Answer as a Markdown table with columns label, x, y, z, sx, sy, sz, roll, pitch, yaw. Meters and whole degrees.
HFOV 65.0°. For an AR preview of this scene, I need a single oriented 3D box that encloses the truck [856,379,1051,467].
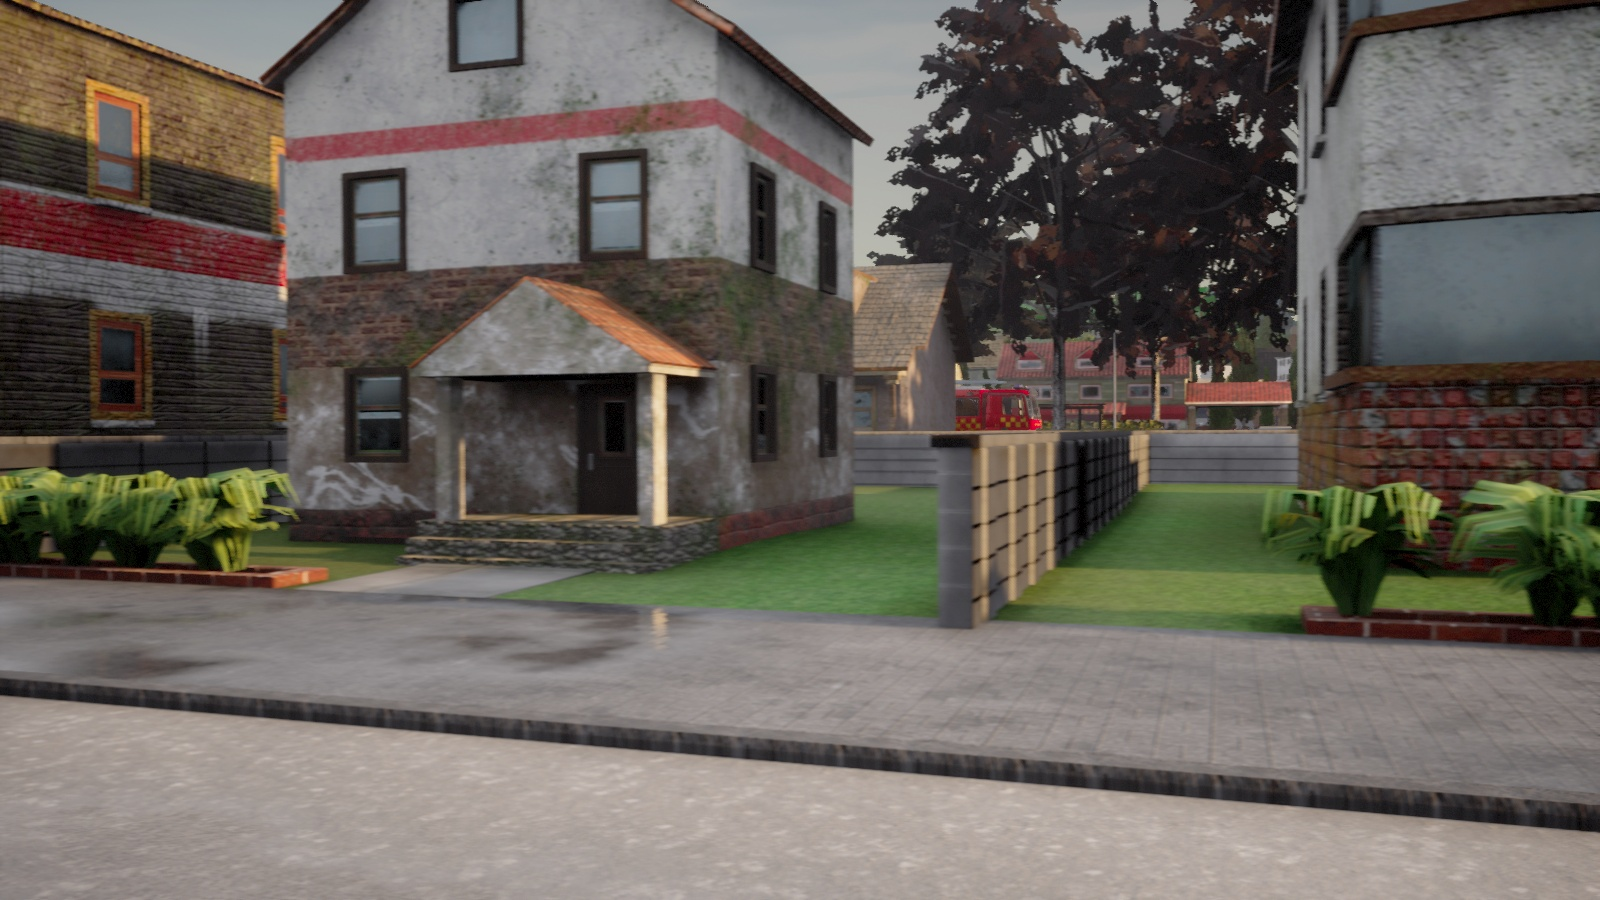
| label | x | y | z | sx | sy | sz | roll | pitch | yaw |
| --- | --- | --- | --- | --- | --- | --- | --- | --- | --- |
| truck | 7.070 | -1.237 | 57.788 | 8.468 | 3.827 | 2.891 | 1 | 1 | 19 |
